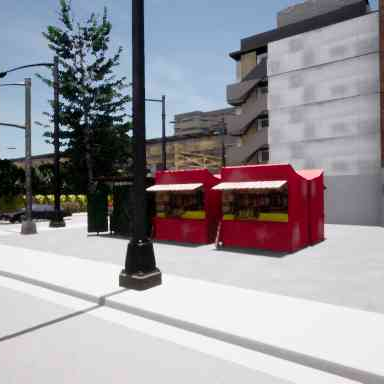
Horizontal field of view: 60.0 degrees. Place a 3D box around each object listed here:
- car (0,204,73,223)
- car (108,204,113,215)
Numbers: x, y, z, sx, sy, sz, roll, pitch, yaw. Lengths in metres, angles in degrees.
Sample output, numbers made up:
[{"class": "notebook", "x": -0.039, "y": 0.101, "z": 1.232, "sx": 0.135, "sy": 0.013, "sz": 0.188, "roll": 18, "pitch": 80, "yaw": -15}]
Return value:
[{"class": "car", "x": -12.420, "y": 1.686, "z": 26.929, "sx": 2.033, "sy": 1.411, "sz": 5.357, "roll": -1, "pitch": -1, "yaw": 36}, {"class": "car", "x": -6.889, "y": 1.489, "z": 34.575, "sx": 2.097, "sy": 1.767, "sz": 4.553, "roll": -1, "pitch": -1, "yaw": 36}]
